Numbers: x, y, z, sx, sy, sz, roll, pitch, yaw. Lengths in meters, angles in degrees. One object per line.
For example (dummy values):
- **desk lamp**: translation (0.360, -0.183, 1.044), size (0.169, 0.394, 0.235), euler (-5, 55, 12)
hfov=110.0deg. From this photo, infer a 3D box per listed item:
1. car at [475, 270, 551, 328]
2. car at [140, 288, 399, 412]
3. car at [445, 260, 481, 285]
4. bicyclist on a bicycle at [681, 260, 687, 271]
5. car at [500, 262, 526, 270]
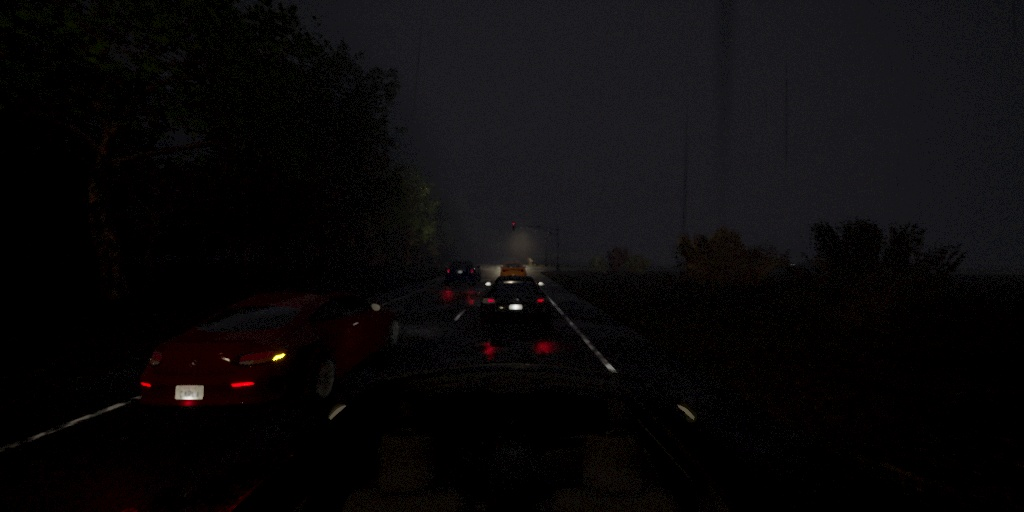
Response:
- **car**: translation (0.096, 1.304, 11.353), size (1.994, 1.385, 4.181), euler (0, 0, 0)
- **car**: translation (-3.401, 1.271, 6.082), size (1.812, 1.442, 4.674), euler (0, 0, 0)
- **car**: translation (-3.411, 1.075, 25.717), size (2.097, 1.767, 4.553), euler (0, 0, 0)
- **bicyclist on a bicycle**: translation (24.280, 1.349, 50.680), size (0.582, 1.620, 1.656), euler (1, 0, 0)
- **car**: translation (0.088, 1.199, 27.564), size (1.882, 1.535, 5.008), euler (0, 0, 0)
